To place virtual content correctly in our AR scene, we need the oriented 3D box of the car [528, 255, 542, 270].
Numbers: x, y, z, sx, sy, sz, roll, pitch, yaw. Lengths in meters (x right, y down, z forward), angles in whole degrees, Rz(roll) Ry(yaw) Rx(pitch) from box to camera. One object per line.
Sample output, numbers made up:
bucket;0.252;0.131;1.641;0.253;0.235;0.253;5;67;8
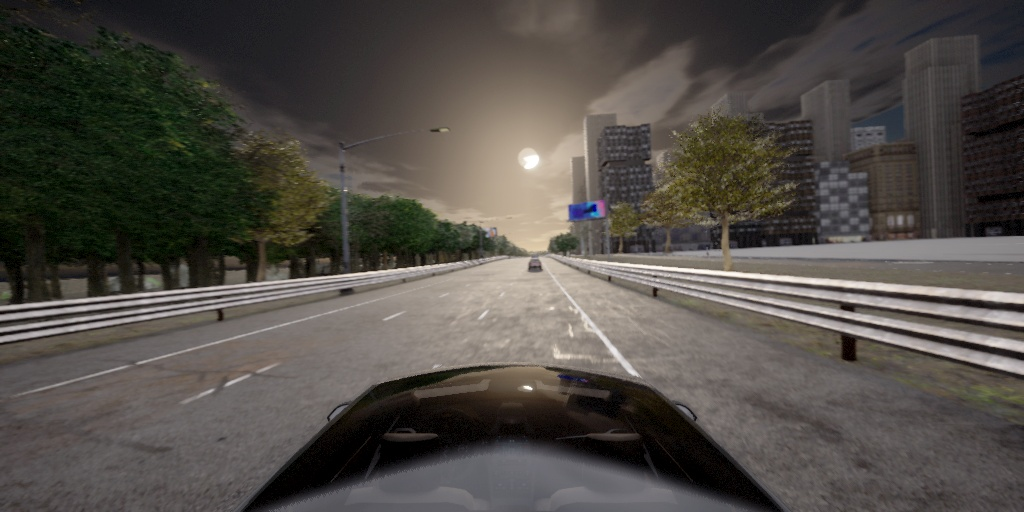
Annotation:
car;3.389;1.137;52.365;2.033;1.649;4.856;-3;-1;4
